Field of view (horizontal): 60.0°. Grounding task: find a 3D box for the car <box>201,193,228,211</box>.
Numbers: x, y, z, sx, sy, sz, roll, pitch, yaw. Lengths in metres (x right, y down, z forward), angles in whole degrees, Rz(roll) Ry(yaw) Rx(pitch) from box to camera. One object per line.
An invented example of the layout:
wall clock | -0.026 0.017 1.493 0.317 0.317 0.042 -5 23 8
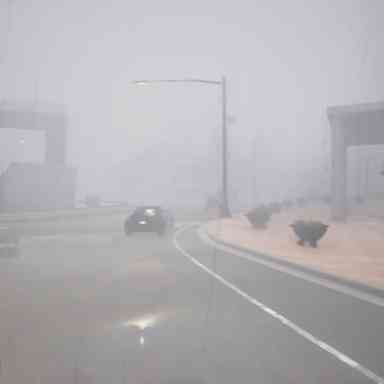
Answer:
car | 2.267 1.151 35.860 2.128 1.511 4.902 0 0 0

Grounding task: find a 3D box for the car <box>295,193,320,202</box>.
car | 19.060 0.873 53.984 4.892 1.490 1.837 -2 1 -24

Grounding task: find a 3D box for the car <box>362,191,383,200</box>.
car | 33.081 0.589 60.269 5.008 1.535 1.882 -1 1 -25

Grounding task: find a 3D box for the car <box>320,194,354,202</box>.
car | 22.920 0.841 51.664 5.008 1.535 1.882 -1 1 -25

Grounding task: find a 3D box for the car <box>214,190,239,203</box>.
car | 4.187 0.744 49.573 5.566 2.045 2.150 -1 1 -5

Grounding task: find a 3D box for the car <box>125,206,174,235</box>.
car | -2.218 1.417 17.927 1.994 1.385 4.181 -1 0 4
